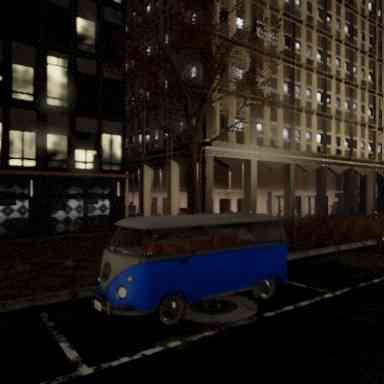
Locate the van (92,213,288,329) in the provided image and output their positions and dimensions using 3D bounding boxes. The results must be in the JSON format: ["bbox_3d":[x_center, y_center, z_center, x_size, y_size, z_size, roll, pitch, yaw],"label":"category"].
[{"bbox_3d":[0.165,1.346,6.688,3.998,1.788,1.690,0,0,-36],"label":"van"}]

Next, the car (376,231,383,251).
[{"bbox_3d":[9.024,1.548,13.044,4.829,1.417,1.752,0,0,-36],"label":"car"}]
